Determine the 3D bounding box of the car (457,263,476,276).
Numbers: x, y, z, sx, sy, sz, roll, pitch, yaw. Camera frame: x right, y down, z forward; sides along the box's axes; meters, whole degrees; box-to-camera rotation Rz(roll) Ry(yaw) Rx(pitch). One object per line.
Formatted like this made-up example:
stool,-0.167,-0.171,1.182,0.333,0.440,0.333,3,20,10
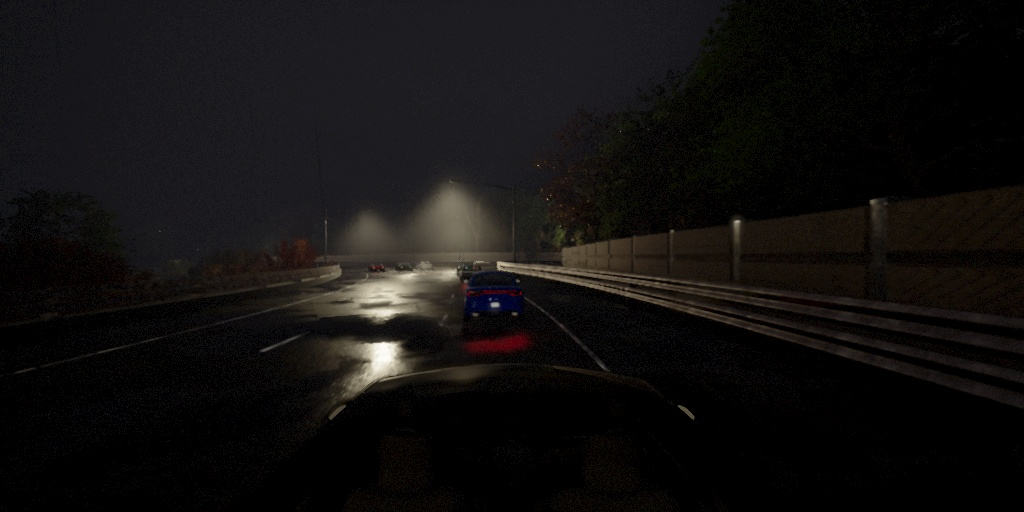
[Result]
car,-3.526,1.489,30.922,1.895,1.301,4.718,0,0,-10

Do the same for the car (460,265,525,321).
car,-0.709,1.274,12.830,1.882,1.535,5.008,0,0,-5

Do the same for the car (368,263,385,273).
car,-19.668,1.692,51.896,1.895,1.301,4.718,0,0,-28

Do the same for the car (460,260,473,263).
car,-5.144,1.290,40.610,2.097,1.767,4.553,0,0,-8

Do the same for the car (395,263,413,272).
car,-15.781,1.663,52.011,1.895,1.301,4.718,0,0,-27

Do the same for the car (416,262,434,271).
car,-13.391,1.581,54.839,1.812,1.442,4.674,0,0,-28
